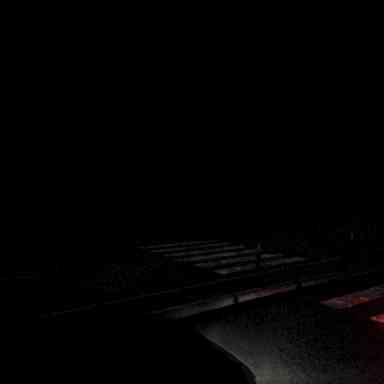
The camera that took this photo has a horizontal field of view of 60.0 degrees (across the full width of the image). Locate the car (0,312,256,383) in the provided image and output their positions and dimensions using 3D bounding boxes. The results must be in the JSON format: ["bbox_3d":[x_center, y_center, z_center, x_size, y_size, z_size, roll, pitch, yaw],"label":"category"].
[{"bbox_3d":[-1.992,1.546,2.007,5.357,1.411,2.033,0,0,-35],"label":"car"}]
